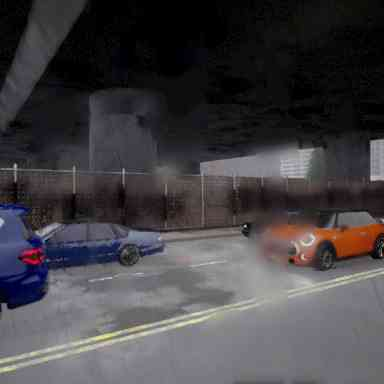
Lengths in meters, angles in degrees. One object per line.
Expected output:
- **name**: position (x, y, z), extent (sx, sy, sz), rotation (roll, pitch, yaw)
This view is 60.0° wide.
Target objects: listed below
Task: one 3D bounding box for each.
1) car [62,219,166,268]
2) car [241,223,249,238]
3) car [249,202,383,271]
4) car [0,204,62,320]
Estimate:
- **car**: position (-3.474, 1.547, 10.029), extent (5.357, 1.411, 2.033), rotation (0, 0, -33)
- **car**: position (4.547, 1.601, 15.288), extent (4.718, 1.301, 1.895), rotation (0, 0, -33)
- **car**: position (4.382, 1.352, 10.996), extent (4.553, 1.767, 2.097), rotation (0, 0, -33)
- **car**: position (-5.079, 1.222, 4.787), extent (5.566, 2.045, 2.150), rotation (0, 0, -33)
